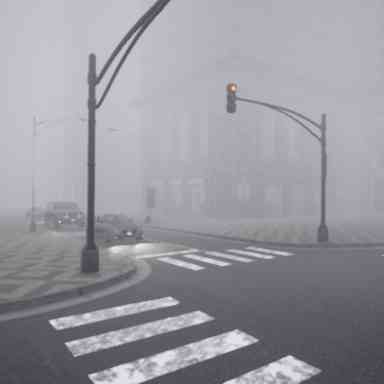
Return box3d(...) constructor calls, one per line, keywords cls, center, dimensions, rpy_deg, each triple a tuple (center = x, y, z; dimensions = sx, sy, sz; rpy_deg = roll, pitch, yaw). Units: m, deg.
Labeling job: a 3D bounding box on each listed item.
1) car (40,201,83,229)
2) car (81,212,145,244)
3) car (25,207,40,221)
box3d(cls="car", center=(-10.318, 1.777, 26.733), dimensions=(2.150, 2.045, 5.566), rpy_deg=(1, -1, -35))
box3d(cls="car", center=(-4.243, 1.936, 18.153), dimensions=(1.994, 1.385, 4.181), rpy_deg=(1, -1, -35))
box3d(cls="car", center=(-16.438, 2.288, 35.375), dimensions=(2.033, 1.411, 5.357), rpy_deg=(1, -1, -35))
